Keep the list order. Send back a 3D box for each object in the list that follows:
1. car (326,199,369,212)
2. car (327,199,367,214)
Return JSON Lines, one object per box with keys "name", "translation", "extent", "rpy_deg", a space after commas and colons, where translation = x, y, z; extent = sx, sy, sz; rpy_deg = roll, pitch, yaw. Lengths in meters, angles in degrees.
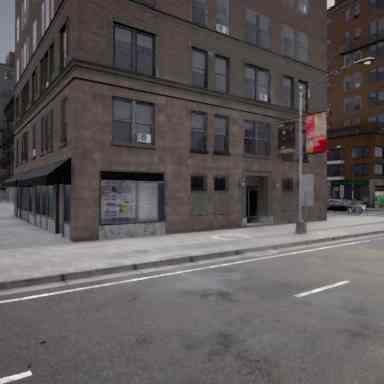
{"name": "car", "translation": [18.726, 1.577, 40.137], "extent": [1.947, 1.339, 4.313], "rpy_deg": [0, 0, -35]}
{"name": "car", "translation": [15.654, 1.482, 34.977], "extent": [2.128, 1.511, 4.902], "rpy_deg": [0, 0, -35]}
